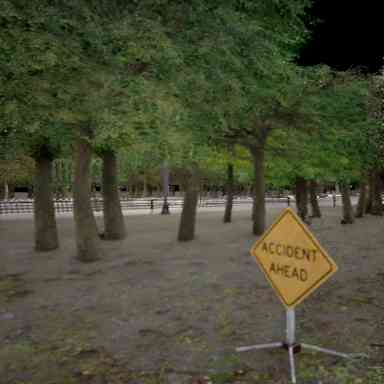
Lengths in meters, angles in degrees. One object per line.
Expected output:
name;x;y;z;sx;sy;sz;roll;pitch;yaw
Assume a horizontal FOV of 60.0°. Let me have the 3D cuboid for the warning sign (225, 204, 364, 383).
warning sign;1.246;1.115;4.197;1.060;1.860;1.300;0;1;-35
